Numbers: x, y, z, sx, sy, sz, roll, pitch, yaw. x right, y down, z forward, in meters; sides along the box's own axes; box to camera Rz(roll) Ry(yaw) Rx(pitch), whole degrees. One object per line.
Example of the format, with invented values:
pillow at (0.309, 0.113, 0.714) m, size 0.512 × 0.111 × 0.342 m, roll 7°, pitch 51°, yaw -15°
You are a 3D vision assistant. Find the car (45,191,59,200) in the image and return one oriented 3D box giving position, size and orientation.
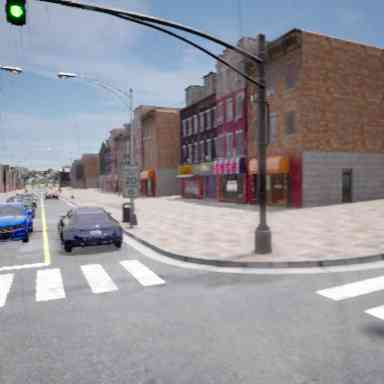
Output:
car at (-21.866, 0.503, 51.757) m, size 1.895 × 1.301 × 4.718 m, roll -2°, pitch 2°, yaw -24°

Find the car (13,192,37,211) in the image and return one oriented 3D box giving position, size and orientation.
car at (-16.296, 0.858, 32.644) m, size 1.837 × 1.490 × 4.892 m, roll -2°, pitch 2°, yaw -24°

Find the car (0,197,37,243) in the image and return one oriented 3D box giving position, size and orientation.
car at (-7.843, 1.197, 14.071) m, size 1.882 × 1.535 × 5.008 m, roll -2°, pitch 2°, yaw -23°

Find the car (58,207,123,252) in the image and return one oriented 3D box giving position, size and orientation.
car at (-3.992, 1.255, 12.711) m, size 1.994 × 1.385 × 4.181 m, roll -2°, pitch 2°, yaw -24°

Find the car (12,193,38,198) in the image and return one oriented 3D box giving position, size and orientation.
car at (-12.012, 1.035, 23.213) m, size 2.128 × 1.511 × 4.902 m, roll -2°, pitch 2°, yaw -24°
